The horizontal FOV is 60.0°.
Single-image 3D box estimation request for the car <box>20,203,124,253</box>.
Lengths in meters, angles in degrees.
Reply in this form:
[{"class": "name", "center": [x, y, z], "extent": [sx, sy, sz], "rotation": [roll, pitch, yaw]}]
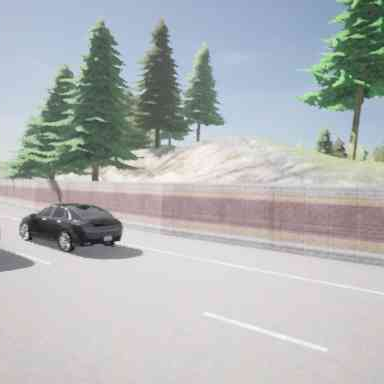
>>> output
[{"class": "car", "center": [-4.536, 1.163, 12.204], "extent": [4.892, 1.490, 1.837], "rotation": [2, 2, 40]}]
